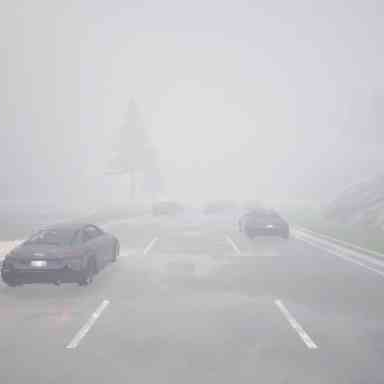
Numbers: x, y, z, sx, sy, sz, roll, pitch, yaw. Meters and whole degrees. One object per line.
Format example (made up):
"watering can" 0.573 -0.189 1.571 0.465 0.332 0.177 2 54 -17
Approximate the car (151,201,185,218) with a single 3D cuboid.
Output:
"car" -2.105 1.547 30.742 2.033 1.411 5.357 0 0 14

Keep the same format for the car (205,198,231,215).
"car" 2.538 1.526 34.202 1.812 1.442 4.674 0 0 15

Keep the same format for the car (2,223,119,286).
"car" -3.399 1.564 9.405 1.994 1.385 4.181 0 0 0

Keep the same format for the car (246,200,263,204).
"car" 6.976 1.564 37.172 1.994 1.385 4.181 0 0 16

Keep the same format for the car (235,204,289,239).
"car" 3.654 1.564 17.455 1.994 1.385 4.181 0 0 1

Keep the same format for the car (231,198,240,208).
"car" 5.297 1.526 44.164 1.812 1.442 4.674 0 0 16
